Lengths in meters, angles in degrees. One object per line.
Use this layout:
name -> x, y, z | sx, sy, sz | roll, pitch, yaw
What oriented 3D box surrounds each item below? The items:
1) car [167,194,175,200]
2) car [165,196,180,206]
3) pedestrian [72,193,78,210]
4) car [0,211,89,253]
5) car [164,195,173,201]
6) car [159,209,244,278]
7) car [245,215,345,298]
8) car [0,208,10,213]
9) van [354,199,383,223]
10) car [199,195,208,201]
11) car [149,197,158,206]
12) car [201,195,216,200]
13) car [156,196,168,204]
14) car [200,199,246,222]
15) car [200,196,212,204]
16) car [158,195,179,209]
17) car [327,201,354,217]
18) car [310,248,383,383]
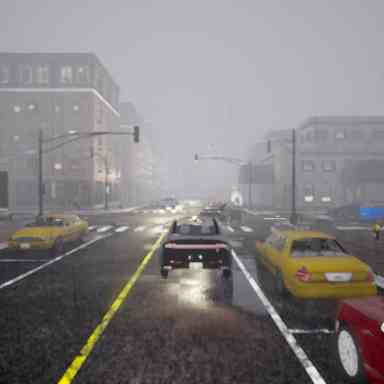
car -> -5.707, 1.415, 91.956 | 1.967, 1.590, 4.097 | 0, 0, 0
car -> -3.074, 1.452, 54.328 | 2.128, 1.511, 4.902 | 0, 0, 0
pedestrian -> -12.634, 1.033, 35.807 | 0.375, 1.860, 0.375 | 0, 0, 0
car -> -5.697, 1.510, 13.758 | 1.752, 1.417, 4.829 | 0, 0, 0
car -> -5.704, 1.493, 80.394 | 1.752, 1.417, 4.829 | 0, 0, 0
car -> 0.097, 1.480, 10.110 | 2.128, 1.511, 4.902 | 0, 0, 0
car -> 2.684, 1.515, 8.398 | 1.752, 1.417, 4.829 | 0, 0, 0
car -> -17.287, 1.481, 27.042 | 4.674, 1.442, 1.812 | 0, 0, 1
van -> 14.656, 1.382, 24.692 | 3.998, 1.788, 1.690 | 0, 0, 0
car -> 2.677, 1.518, 80.577 | 2.008, 1.369, 4.403 | -1, 0, 0
car -> -5.701, 1.512, 52.080 | 2.008, 1.369, 4.403 | 0, 0, 0
car -> 2.679, 1.402, 46.396 | 1.967, 1.590, 4.097 | 0, 0, 0
car -> -5.702, 1.513, 63.474 | 2.008, 1.369, 4.403 | 0, 0, 0
car -> 2.349, 1.496, 23.766 | 2.128, 1.511, 4.902 | -1, 0, 30
car -> 2.678, 1.513, 63.487 | 2.008, 1.369, 4.403 | 0, 0, 0
car -> -3.100, 1.488, 43.974 | 1.812, 1.442, 4.674 | 0, 0, 0
car -> 14.661, 1.557, 30.481 | 4.181, 1.385, 1.994 | 0, 0, 0
car -> 2.685, 1.541, 2.531 | 1.887, 1.381, 4.507 | 0, 0, 0
